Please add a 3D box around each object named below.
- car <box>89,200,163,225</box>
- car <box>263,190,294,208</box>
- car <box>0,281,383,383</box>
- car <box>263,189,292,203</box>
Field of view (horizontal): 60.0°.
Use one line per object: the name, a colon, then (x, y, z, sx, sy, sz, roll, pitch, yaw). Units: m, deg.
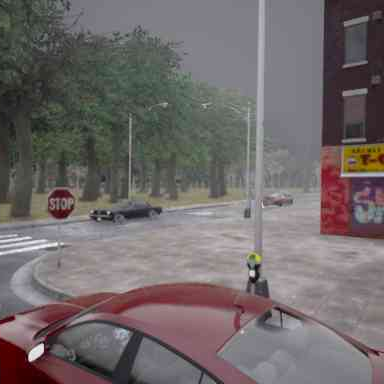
car: (-4.019, 1.188, 20.779, 1.895, 1.301, 4.718, 1, 2, 35)
car: (8.738, 0.757, 33.583, 1.812, 1.442, 4.674, 1, 2, 35)
car: (-0.263, 1.544, 2.982, 4.507, 1.381, 1.887, 0, 1, 36)
car: (10.705, 0.493, 41.371, 1.882, 1.535, 5.008, 1, 2, 36)
